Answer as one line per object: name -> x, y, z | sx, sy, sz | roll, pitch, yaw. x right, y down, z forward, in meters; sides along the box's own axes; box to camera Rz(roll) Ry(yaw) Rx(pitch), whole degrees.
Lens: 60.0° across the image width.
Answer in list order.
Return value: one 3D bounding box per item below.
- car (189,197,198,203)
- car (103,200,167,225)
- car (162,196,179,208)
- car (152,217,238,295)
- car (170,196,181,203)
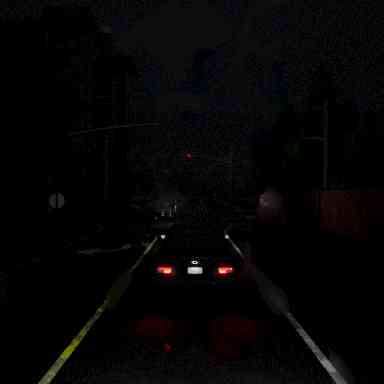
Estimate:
car -> 0.244, 1.600, 69.643 | 1.895, 1.301, 4.718 | 0, 0, 0
car -> -4.466, 1.531, 24.413 | 4.674, 1.442, 1.812 | 0, -1, 32
car -> -3.495, 1.491, 48.300 | 2.128, 1.511, 4.902 | 0, 0, 0
car -> 0.077, 1.547, 8.870 | 2.033, 1.411, 5.357 | 0, 0, 0
car -> -3.359, 1.547, 68.884 | 2.033, 1.411, 5.357 | 0, 0, 0
